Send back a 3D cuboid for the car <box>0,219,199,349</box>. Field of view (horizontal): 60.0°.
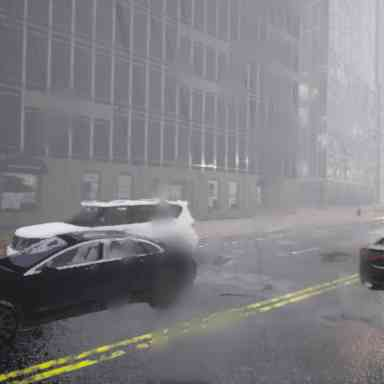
[{"bbox_3d":[-2.139,1.514,6.242,4.902,1.511,2.128,0,0,-36],"label":"car"}]

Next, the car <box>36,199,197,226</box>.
[{"bbox_3d":[-2.376,1.259,10.070,5.566,2.045,2.150,0,0,-37],"label":"car"}]

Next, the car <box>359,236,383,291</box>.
[{"bbox_3d":[5.959,1.531,8.027,5.008,1.535,1.882,0,0,-38],"label":"car"}]
